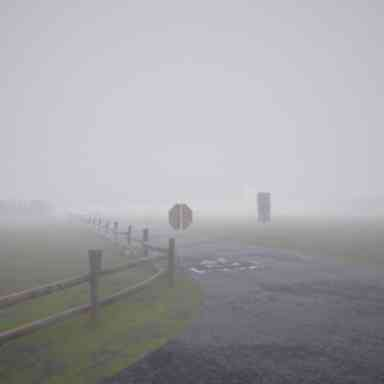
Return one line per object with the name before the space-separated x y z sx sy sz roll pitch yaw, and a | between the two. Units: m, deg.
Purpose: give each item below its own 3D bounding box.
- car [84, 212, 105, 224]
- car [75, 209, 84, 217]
car | -14.181 3.697 48.975 2.097 1.767 4.553 0 -3 -24
car | -28.982 5.809 87.949 1.895 1.301 4.718 0 -3 -25
